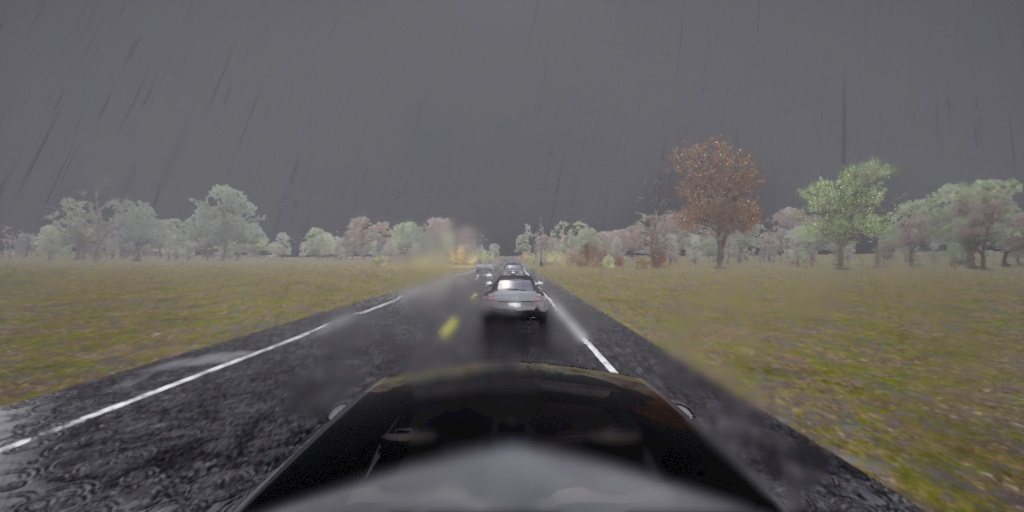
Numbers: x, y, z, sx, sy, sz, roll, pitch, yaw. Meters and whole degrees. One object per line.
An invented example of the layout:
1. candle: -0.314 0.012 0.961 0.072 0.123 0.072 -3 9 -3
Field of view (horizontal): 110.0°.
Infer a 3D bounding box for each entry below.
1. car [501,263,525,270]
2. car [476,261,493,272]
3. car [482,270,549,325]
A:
1. car: 0.086 1.300 29.600 2.033 1.411 5.357 0 0 0
2. car: -3.560 1.355 46.620 1.895 1.301 4.718 0 0 0
3. car: 0.094 1.315 11.853 1.994 1.385 4.181 0 0 0
